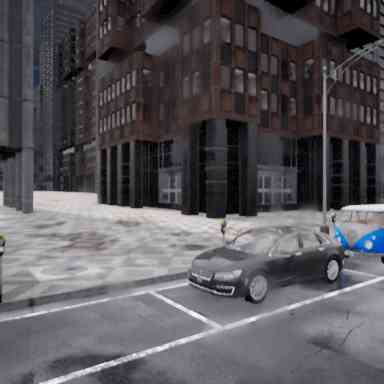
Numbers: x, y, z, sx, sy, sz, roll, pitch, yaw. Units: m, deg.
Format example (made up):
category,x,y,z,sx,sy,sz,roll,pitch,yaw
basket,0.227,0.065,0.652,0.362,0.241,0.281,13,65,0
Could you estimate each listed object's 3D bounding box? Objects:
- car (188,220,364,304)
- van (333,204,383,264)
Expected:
category,x,y,z,sx,sy,sz,roll,pitch,yaw
car,1.938,1.536,8.019,4.403,1.369,2.008,0,0,-35
van,6.444,1.312,11.217,3.998,1.788,1.690,0,0,-35
